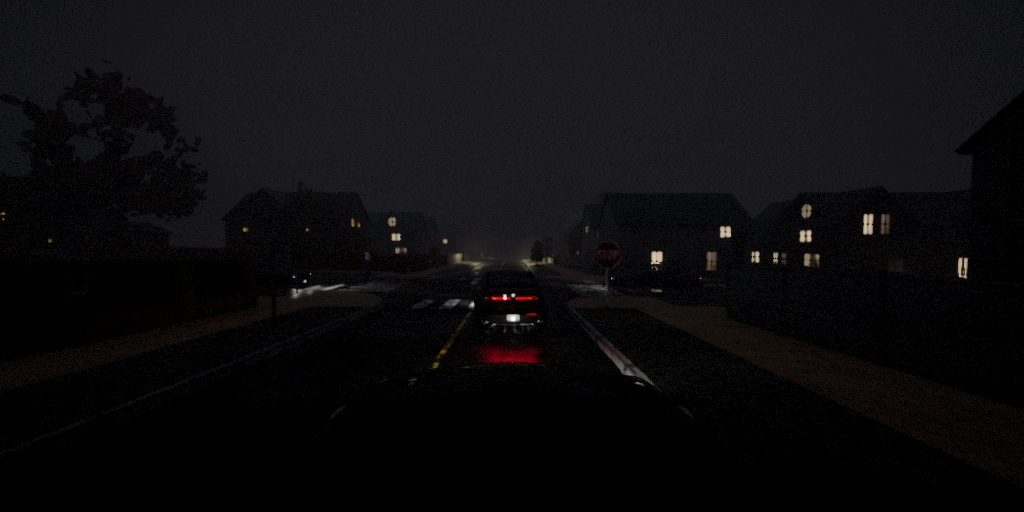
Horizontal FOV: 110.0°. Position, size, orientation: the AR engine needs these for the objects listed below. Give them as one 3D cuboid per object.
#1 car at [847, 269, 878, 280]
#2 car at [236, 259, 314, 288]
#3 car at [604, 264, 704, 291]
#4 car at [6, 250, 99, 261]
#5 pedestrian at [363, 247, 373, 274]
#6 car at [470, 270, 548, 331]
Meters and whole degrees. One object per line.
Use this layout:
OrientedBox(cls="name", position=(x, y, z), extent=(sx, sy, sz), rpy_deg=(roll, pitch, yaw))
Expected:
OrientedBox(cls="car", position=(20.121, 1.472, 20.817), extent=(4.181, 1.385, 1.994), rpy_deg=(1, 2, 1))
OrientedBox(cls="car", position=(-13.245, 0.852, 18.390), extent=(5.357, 1.411, 2.033), rpy_deg=(1, 2, 1))
OrientedBox(cls="car", position=(8.265, 1.192, 21.086), extent=(5.357, 1.411, 2.033), rpy_deg=(1, 2, 2))
OrientedBox(cls="car", position=(-23.584, 0.596, 18.553), extent=(4.892, 1.490, 1.837), rpy_deg=(1, 2, 1))
OrientedBox(cls="pedestrian", position=(-9.681, 0.303, 24.178), extent=(0.375, 1.860, 0.375), rpy_deg=(0, 1, 1))
OrientedBox(cls="car", position=(-0.143, 1.130, 10.485), extent=(1.837, 1.490, 4.892), rpy_deg=(0, 0, -4))
